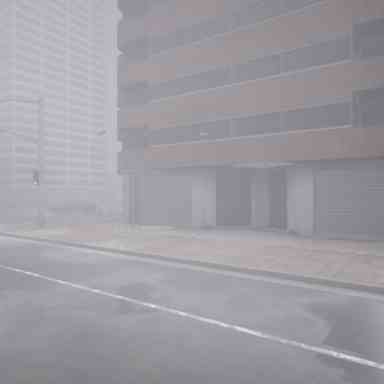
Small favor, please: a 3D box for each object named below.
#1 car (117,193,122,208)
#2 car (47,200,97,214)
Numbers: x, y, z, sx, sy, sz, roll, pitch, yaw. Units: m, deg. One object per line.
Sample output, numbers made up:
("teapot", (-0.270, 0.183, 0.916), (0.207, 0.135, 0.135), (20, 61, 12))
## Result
("car", (-7.314, 1.352, 44.640), (2.097, 1.767, 4.553), (0, 0, 35))
("car", (-13.011, 1.547, 36.519), (2.033, 1.411, 5.357), (0, 0, 35))
